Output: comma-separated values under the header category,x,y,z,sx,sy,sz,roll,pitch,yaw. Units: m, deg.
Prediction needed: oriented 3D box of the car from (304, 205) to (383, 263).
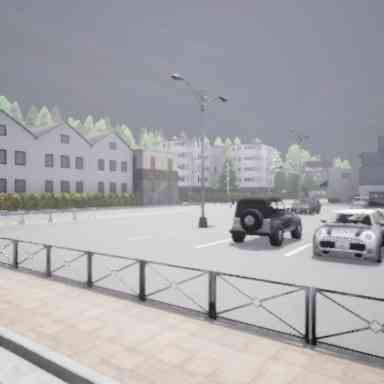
category,x,y,z,sx,sy,sz,roll,pitch,yaw
car,5.448,1.364,11.264,1.970,1.475,3.806,0,0,35

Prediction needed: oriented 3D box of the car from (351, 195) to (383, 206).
category,x,y,z,sx,sy,sz,roll,pitch,yaw
car,10.298,1.101,18.220,1.932,1.855,4.605,0,0,35

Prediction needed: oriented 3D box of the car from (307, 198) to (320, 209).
category,x,y,z,sx,sy,sz,roll,pitch,yaw
car,10.384,1.312,30.401,2.007,1.523,4.514,0,0,35

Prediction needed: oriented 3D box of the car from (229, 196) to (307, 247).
category,x,y,z,sx,sy,sz,roll,pitch,yaw
car,3.081,1.085,13.677,1.905,1.878,3.866,0,0,35
